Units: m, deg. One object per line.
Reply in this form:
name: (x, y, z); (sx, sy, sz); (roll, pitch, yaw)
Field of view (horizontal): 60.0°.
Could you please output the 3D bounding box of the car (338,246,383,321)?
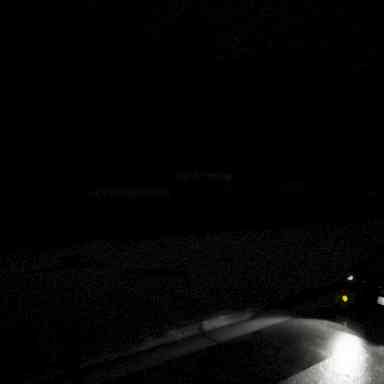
car: (4.730, 1.562, 6.404); (4.181, 1.385, 1.994); (0, 0, -34)
